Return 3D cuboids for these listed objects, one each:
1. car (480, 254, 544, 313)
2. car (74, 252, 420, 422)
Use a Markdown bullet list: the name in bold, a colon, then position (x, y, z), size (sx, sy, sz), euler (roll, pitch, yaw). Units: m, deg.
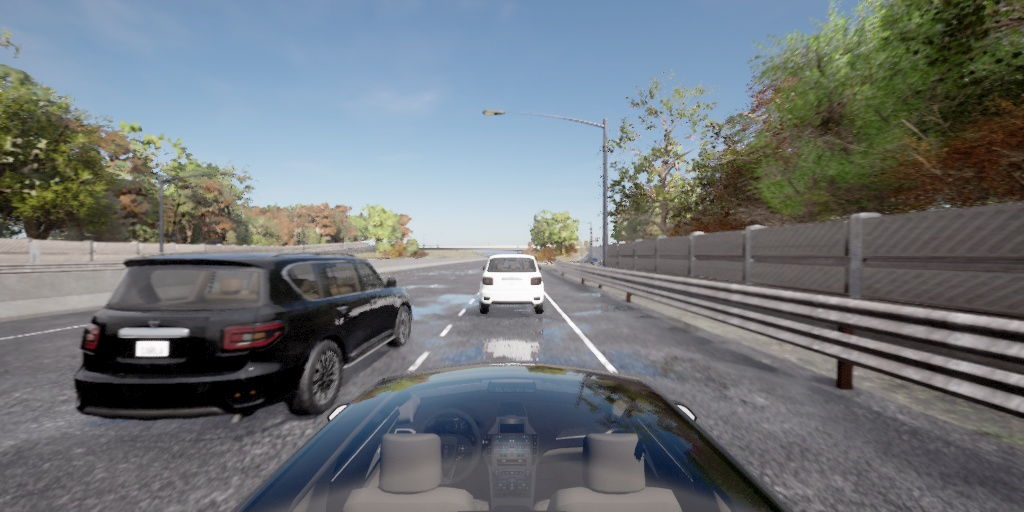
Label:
- **car**: position (-0.005, 0.966, 13.989), size (2.150, 2.045, 5.566), euler (0, 0, 0)
- **car**: position (-3.404, 0.968, 6.077), size (2.150, 2.045, 5.566), euler (0, 0, 0)
